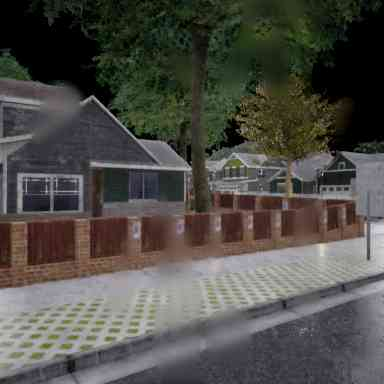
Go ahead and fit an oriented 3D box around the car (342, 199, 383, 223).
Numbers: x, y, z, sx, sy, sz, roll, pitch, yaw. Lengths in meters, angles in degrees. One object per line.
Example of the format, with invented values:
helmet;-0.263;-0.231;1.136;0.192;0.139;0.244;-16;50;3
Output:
car;10.680;1.249;22.767;2.128;1.511;4.902;0;1;-32
